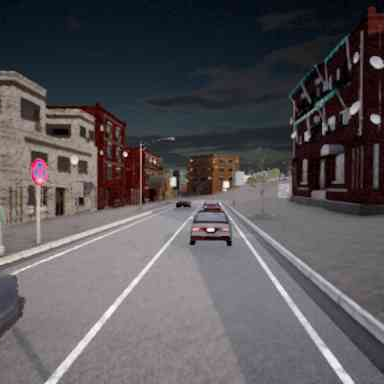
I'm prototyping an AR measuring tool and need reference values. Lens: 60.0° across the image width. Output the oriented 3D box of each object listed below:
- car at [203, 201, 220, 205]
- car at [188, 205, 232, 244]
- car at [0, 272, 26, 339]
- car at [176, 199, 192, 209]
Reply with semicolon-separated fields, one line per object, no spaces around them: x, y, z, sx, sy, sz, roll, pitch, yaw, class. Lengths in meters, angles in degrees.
2.136;1.597;36.797;1.895;1.301;4.718;0;0;3;car
0.888;1.547;15.687;2.033;1.411;5.357;0;0;3;car
-3.495;1.528;2.711;2.033;1.411;5.357;0;0;2;car
-1.089;1.574;44.676;1.895;1.301;4.718;0;0;4;car
